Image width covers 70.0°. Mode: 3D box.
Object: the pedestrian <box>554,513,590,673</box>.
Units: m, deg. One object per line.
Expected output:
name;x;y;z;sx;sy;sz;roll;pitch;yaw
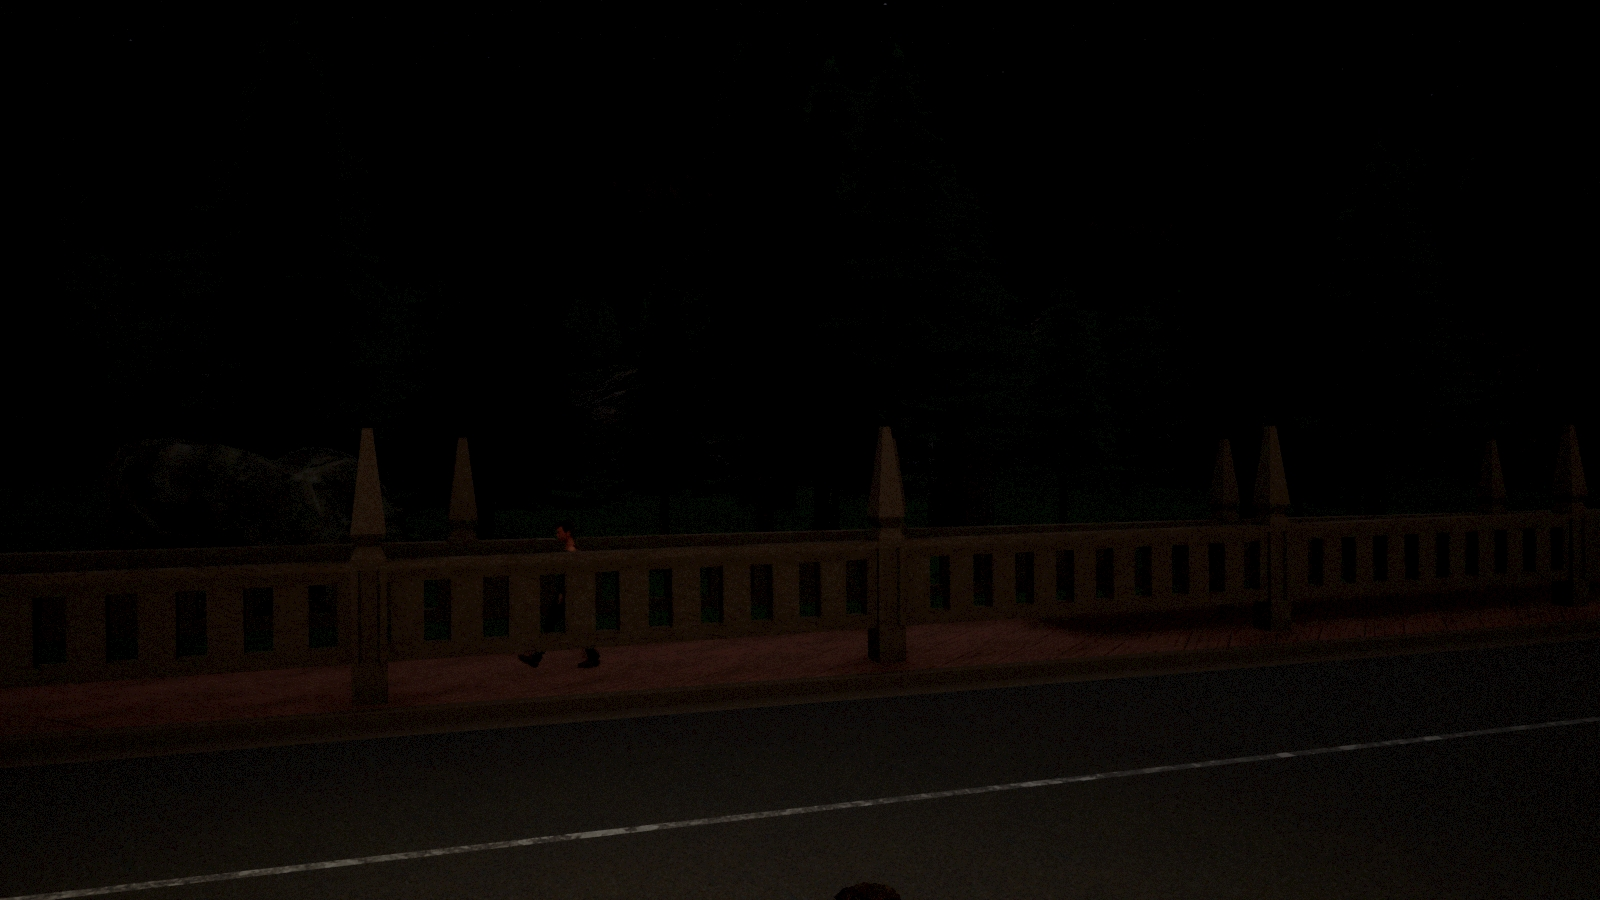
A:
pedestrian;-2.734;1.694;13.704;0.375;1.860;0.375;0;0;-20
